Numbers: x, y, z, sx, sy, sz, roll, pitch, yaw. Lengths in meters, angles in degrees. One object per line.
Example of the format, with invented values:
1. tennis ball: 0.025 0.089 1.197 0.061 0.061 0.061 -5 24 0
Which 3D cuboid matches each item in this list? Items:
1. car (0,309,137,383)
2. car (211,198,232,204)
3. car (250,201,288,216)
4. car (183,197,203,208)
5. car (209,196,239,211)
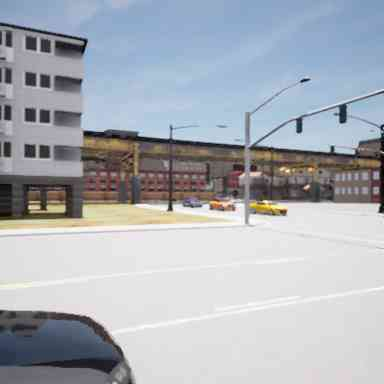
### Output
1. car: -2.515 1.558 2.487 4.181 1.385 1.994 1 0 -30
2. car: 6.946 2.022 77.776 2.033 1.411 5.357 0 0 40
3. car: 8.348 1.742 36.324 1.882 1.535 5.008 1 0 -26
4. car: 0.130 1.651 54.170 2.097 1.767 4.553 1 0 -21
5. car: 4.143 1.632 45.162 2.097 1.767 4.553 1 0 -25
